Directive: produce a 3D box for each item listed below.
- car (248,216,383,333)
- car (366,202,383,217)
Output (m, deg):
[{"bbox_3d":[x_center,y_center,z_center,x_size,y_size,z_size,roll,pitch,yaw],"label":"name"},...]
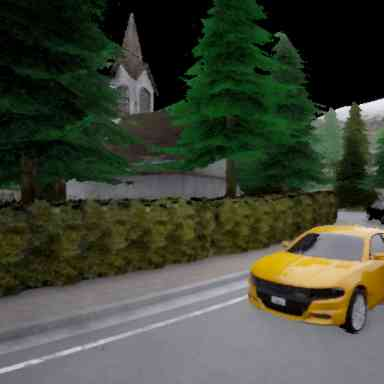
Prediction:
[{"bbox_3d":[3.201,1.489,7.099,5.008,1.535,1.882,0,0,-44],"label":"car"},{"bbox_3d":[14.306,1.505,24.308,2.128,1.511,4.902,0,0,11],"label":"car"}]
